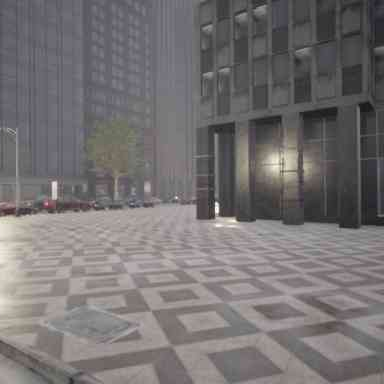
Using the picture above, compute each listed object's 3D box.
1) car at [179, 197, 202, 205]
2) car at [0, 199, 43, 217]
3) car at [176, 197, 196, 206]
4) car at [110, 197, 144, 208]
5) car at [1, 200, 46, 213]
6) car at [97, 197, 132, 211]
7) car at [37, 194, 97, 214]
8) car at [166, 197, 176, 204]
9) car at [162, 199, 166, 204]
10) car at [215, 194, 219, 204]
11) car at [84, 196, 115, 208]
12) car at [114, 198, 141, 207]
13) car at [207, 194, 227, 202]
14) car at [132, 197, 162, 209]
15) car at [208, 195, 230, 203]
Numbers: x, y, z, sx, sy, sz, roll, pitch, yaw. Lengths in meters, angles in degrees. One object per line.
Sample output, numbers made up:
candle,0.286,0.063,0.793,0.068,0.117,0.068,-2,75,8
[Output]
car,-0.218,1.502,57.319,1.994,1.385,4.181,-1,0,34
car,-16.078,1.573,29.909,1.802,1.307,4.206,-1,0,35
car,-0.028,1.459,53.088,1.887,1.381,4.507,-1,0,35
car,-9.610,1.493,49.354,2.128,1.511,4.902,-1,0,35
car,-19.874,1.638,39.401,1.947,1.339,4.313,-1,0,35
car,-9.658,1.521,39.181,1.947,1.339,4.313,-1,0,35
car,-12.870,1.287,34.546,2.192,1.841,5.009,-1,0,35
car,-3.822,1.570,62.583,1.947,1.339,4.313,-1,0,35
car,-7.130,1.540,57.806,1.752,1.417,4.829,-1,0,35
car,3.180,1.218,57.725,2.192,1.841,5.009,-1,0,35
car,-13.455,1.480,48.673,1.967,1.590,4.097,-1,0,35
car,-10.243,1.608,53.310,1.802,1.307,4.206,-1,0,35
car,5.808,1.291,76.493,2.192,1.841,5.009,-1,0,35
car,-6.448,1.505,43.816,1.947,1.339,4.313,-1,0,35
car,5.461,1.412,65.535,2.128,1.511,4.902,-1,0,35
